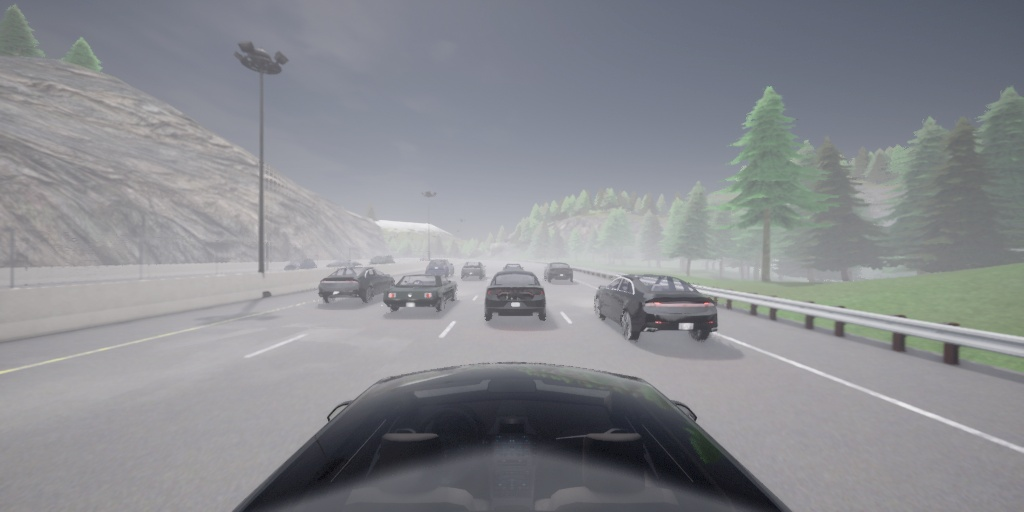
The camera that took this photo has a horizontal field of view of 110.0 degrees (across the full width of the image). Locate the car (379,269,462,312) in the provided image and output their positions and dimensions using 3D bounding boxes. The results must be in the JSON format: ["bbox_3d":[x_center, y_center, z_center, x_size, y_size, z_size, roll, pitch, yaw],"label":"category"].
[{"bbox_3d":[-3.397,1.353,14.252,1.895,1.301,4.718,0,0,0],"label":"car"}]

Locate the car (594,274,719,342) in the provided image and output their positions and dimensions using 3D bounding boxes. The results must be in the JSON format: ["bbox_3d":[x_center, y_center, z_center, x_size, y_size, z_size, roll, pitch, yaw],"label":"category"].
[{"bbox_3d":[3.602,1.242,9.838,2.128,1.511,4.902,0,0,0],"label":"car"}]

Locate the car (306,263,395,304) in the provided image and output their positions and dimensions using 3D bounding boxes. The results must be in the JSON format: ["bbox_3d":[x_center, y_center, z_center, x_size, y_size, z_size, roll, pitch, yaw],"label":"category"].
[{"bbox_3d":[-6.897,1.244,16.473,2.128,1.511,4.902,0,0,0],"label":"car"}]

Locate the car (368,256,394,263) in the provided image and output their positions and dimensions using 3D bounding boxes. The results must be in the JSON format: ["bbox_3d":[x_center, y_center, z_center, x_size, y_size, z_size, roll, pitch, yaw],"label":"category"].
[{"bbox_3d":[-17.570,0.980,48.218,2.150,2.045,5.566,0,0,0],"label":"car"}]

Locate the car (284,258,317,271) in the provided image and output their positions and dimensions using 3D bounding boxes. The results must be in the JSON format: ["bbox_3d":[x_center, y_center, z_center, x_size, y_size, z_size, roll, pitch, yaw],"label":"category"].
[{"bbox_3d":[-28.060,1.113,47.716,2.097,1.767,4.553,0,0,0],"label":"car"}]

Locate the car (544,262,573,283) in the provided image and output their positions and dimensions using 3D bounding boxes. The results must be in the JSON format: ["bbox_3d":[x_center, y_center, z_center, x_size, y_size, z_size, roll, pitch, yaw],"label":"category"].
[{"bbox_3d":[3.606,1.231,28.421,1.882,1.535,5.008,0,0,0],"label":"car"}]

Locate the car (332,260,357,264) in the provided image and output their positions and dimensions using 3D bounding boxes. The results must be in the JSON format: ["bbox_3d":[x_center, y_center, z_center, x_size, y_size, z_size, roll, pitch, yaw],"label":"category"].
[{"bbox_3d":[-21.065,1.323,46.643,1.994,1.385,4.181,0,0,0],"label":"car"}]

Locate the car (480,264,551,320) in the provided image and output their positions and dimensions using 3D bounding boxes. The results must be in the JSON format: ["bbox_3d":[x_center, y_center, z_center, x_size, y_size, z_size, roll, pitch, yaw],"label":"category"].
[{"bbox_3d":[0.104,1.229,12.678,1.882,1.535,5.008,0,0,0],"label":"car"}]

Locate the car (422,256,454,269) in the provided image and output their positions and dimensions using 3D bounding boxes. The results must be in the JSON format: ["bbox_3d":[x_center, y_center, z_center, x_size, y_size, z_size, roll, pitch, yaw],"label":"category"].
[{"bbox_3d":[-6.893,1.108,34.738,2.097,1.767,4.553,0,0,0],"label":"car"}]

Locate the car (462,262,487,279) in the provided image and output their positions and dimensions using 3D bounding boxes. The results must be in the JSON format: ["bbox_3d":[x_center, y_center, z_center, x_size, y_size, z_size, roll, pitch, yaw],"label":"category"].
[{"bbox_3d":[-3.394,1.247,32.136,2.128,1.511,4.902,0,0,0],"label":"car"}]
